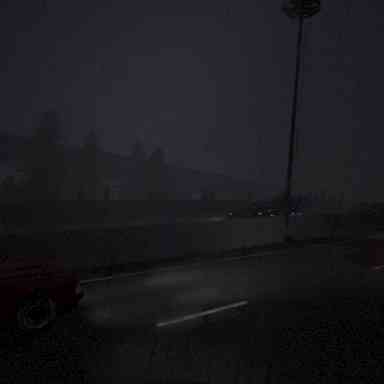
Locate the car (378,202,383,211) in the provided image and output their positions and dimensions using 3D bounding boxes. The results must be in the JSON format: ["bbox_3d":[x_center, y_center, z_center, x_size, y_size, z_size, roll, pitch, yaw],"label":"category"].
[{"bbox_3d":[11.802,1.273,16.458,5.566,2.045,2.150,0,0,-35],"label":"car"}]

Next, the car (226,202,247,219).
[{"bbox_3d":[5.172,1.559,29.169,4.892,1.490,1.837,0,0,-35],"label":"car"}]

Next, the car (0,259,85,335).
[{"bbox_3d":[-4.193,1.599,5.054,4.718,1.301,1.895,0,0,-35],"label":"car"}]

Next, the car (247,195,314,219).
[{"bbox_3d":[7.319,1.276,26.402,5.566,2.045,2.150,0,0,-35],"label":"car"}]

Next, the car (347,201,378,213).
[{"bbox_3d":[14.703,1.551,27.366,5.008,1.535,1.882,0,0,-35],"label":"car"}]
